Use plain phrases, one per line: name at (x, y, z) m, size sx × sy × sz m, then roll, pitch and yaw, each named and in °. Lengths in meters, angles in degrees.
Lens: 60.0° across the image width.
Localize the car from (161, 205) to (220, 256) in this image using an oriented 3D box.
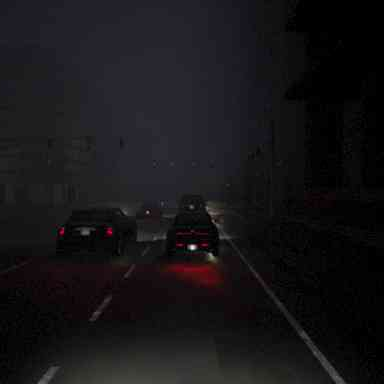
car at (0.041, 1.503, 13.080) m, size 1.837 × 1.490 × 4.892 m, roll 0°, pitch 0°, yaw 1°

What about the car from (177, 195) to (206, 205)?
car at (-0.009, 1.231, 27.031) m, size 2.150 × 2.045 × 5.566 m, roll 0°, pitch 0°, yaw 0°

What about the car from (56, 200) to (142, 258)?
car at (-3.460, 1.348, 12.972) m, size 2.097 × 1.767 × 4.553 m, roll 0°, pitch 0°, yaw 0°

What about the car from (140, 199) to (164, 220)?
car at (-3.507, 1.581, 28.339) m, size 1.994 × 1.385 × 4.181 m, roll 0°, pitch 0°, yaw 0°

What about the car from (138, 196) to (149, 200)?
car at (-10.687, 1.521, 73.692) m, size 2.033 × 1.411 × 5.357 m, roll 0°, pitch 0°, yaw 1°

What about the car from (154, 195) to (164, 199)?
car at (-7.187, 1.481, 73.654) m, size 1.837 × 1.490 × 4.892 m, roll 0°, pitch 0°, yaw 1°
